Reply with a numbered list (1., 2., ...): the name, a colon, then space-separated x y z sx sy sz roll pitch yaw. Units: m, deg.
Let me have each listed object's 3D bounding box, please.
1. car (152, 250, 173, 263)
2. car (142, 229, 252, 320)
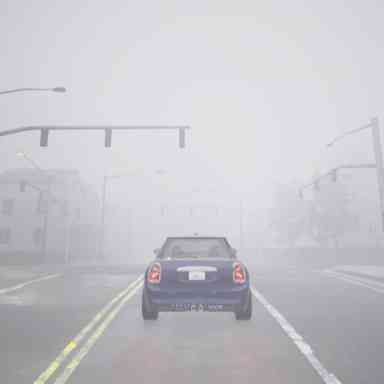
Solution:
1. car: -3.660 8.157 42.051 2.128 1.511 4.902 0 -11 0
2. car: 0.087 1.806 8.231 2.097 1.767 4.553 0 -7 0
